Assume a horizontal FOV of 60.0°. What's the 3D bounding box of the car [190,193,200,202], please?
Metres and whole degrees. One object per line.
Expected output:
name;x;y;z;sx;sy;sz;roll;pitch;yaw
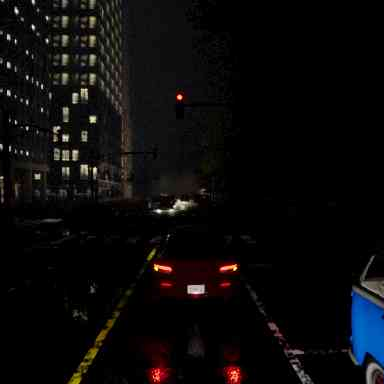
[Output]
car;0.740;1.270;78.945;2.192;1.841;5.009;0;0;-3

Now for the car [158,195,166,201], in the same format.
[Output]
car;-7.528;1.532;84.115;1.802;1.307;4.206;0;0;-3

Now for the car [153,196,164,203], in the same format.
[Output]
car;-6.826;1.512;67.484;1.887;1.381;4.507;0;0;-2

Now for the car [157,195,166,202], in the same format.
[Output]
car;-7.276;1.501;78.571;1.887;1.381;4.507;0;0;-2

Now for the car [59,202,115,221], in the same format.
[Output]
car;-8.348;1.477;26.587;4.181;1.385;1.994;1;0;-31

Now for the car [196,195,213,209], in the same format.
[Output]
car;1.899;1.509;45.860;1.752;1.417;4.829;0;0;-2

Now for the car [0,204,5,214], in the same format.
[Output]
car;-18.220;1.377;28.510;4.206;1.307;1.802;1;0;3

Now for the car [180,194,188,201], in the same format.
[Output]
car;-1.900;1.264;80.591;1.882;1.535;5.008;0;0;-3

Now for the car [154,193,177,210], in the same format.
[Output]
car;-3.467;1.337;43.623;2.097;1.767;4.553;0;0;-1

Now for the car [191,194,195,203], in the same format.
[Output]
car;1.185;1.492;68.026;1.752;1.417;4.829;0;0;-2

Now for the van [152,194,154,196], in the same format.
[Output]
van;-6.625;1.313;61.941;1.690;1.788;3.998;0;0;-2

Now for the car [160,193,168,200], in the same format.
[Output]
car;-8.075;1.251;95.196;2.192;1.841;5.009;0;0;-3

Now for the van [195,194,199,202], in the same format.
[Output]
van;1.748;1.321;51.233;1.690;1.788;3.998;0;0;-2

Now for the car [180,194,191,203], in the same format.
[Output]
car;-1.481;1.552;70.615;1.895;1.301;4.718;0;0;-2

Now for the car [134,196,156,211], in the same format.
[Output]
car;-5.832;1.538;39.770;2.008;1.369;4.403;0;0;-1

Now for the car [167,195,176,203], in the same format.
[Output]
car;-4.238;1.460;70.707;1.837;1.490;4.892;0;0;-2

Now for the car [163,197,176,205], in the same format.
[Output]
car;-3.866;1.540;57.880;1.994;1.385;4.181;0;0;-2

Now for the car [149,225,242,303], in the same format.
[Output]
car;0.054;1.525;8.080;1.812;1.442;4.674;0;0;0

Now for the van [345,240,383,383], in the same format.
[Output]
van;2.558;1.341;2.145;1.690;1.788;3.998;0;0;0
